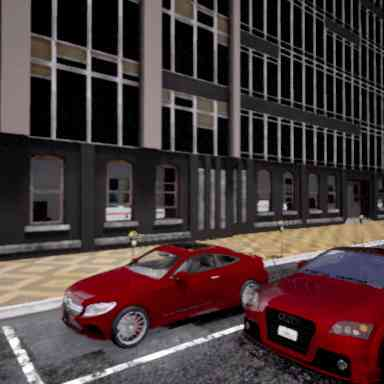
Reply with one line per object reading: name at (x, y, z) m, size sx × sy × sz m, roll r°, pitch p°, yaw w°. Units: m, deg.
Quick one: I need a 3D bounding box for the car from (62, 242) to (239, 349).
car at (-0.257, 1.678, 6.403) m, size 4.206 × 1.307 × 1.802 m, roll 1°, pitch -1°, yaw -37°

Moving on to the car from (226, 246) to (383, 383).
car at (2.818, 1.641, 5.484) m, size 4.181 × 1.385 × 1.994 m, roll 1°, pitch -1°, yaw -37°
